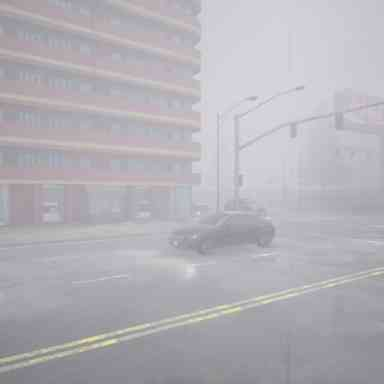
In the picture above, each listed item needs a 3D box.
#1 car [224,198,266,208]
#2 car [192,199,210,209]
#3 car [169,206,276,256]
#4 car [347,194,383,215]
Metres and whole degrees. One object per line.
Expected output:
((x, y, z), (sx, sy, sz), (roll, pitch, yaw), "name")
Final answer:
((5.203, 1.352, 32.370), (2.097, 1.767, 4.553), (0, 0, -34), "car")
((0.223, 1.526, 39.793), (1.812, 1.442, 4.674), (0, 0, -34), "car")
((1.343, 1.527, 13.260), (4.674, 1.442, 1.812), (-1, 1, -34), "car")
((18.189, 1.221, 32.293), (5.566, 2.045, 2.150), (0, 1, 39), "car")
